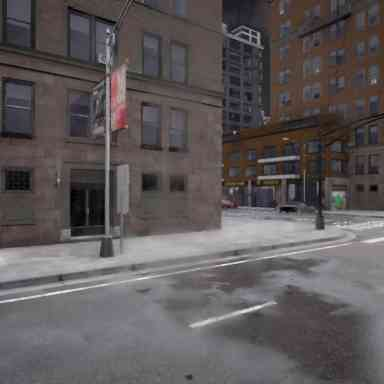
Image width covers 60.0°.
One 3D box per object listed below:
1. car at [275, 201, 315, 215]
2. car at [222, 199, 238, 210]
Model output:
[{"bbox_3d":[10.548,1.580,34.281,1.947,1.339,4.313,0,0,-35],"label":"car"},{"bbox_3d":[4.190,1.594,43.285,1.802,1.307,4.206,0,0,-35],"label":"car"}]
